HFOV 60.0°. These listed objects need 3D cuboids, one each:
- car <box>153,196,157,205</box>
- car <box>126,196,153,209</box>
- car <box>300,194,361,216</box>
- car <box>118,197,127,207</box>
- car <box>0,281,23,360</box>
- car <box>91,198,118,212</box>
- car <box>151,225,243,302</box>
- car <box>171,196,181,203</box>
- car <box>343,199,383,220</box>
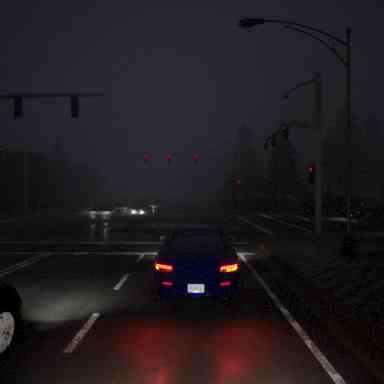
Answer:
[{"bbox_3d":[-7.082,1.506,57.127,1.837,1.490,4.892,0,0,1],"label":"car"},{"bbox_3d":[-7.097,1.493,45.397,2.128,1.511,4.902,0,0,0],"label":"car"},{"bbox_3d":[13.078,1.222,31.153,5.566,2.045,2.150,0,0,0],"label":"car"},{"bbox_3d":[-10.609,1.477,50.733,1.882,1.535,5.008,0,0,0],"label":"car"},{"bbox_3d":[-3.440,1.505,3.008,1.837,1.490,4.892,0,0,0],"label":"car"},{"bbox_3d":[-10.612,1.525,39.858,1.812,1.442,4.674,0,0,0],"label":"car"},{"bbox_3d":[0.135,1.526,8.140,1.812,1.442,4.674,0,0,2],"label":"car"},{"bbox_3d":[-3.447,1.477,69.651,1.882,1.535,5.008,0,0,0],"label":"car"},{"bbox_3d":[15.898,1.547,27.652,5.357,1.411,2.033,0,0,0],"label":"car"}]
